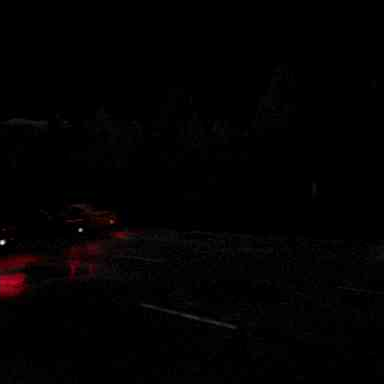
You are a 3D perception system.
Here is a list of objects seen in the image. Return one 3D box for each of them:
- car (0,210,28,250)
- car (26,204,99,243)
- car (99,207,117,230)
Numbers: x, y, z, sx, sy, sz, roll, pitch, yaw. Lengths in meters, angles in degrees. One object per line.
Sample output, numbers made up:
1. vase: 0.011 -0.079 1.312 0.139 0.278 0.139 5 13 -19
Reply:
1. car: -8.854 1.482 12.470 4.892 1.490 1.837 1 0 21
2. car: -7.186 1.467 15.713 4.902 1.511 2.128 0 0 23
3. car: -6.734 1.450 19.293 5.008 1.535 1.882 1 0 22
